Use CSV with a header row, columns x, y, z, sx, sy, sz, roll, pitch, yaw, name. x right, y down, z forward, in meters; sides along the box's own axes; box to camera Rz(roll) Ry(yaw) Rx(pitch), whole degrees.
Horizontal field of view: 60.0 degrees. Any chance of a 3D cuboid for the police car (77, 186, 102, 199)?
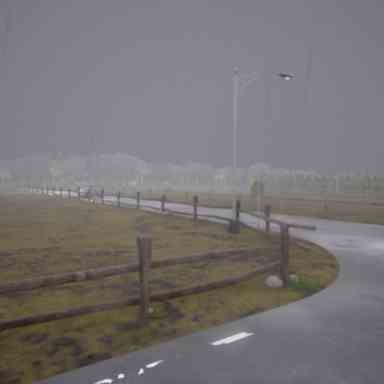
x,y,z,sx,sy,sz,roll,pitch,yaw,name
-12.799,0.032,41.865,2.038,1.542,4.974,-1,2,-36,police car
